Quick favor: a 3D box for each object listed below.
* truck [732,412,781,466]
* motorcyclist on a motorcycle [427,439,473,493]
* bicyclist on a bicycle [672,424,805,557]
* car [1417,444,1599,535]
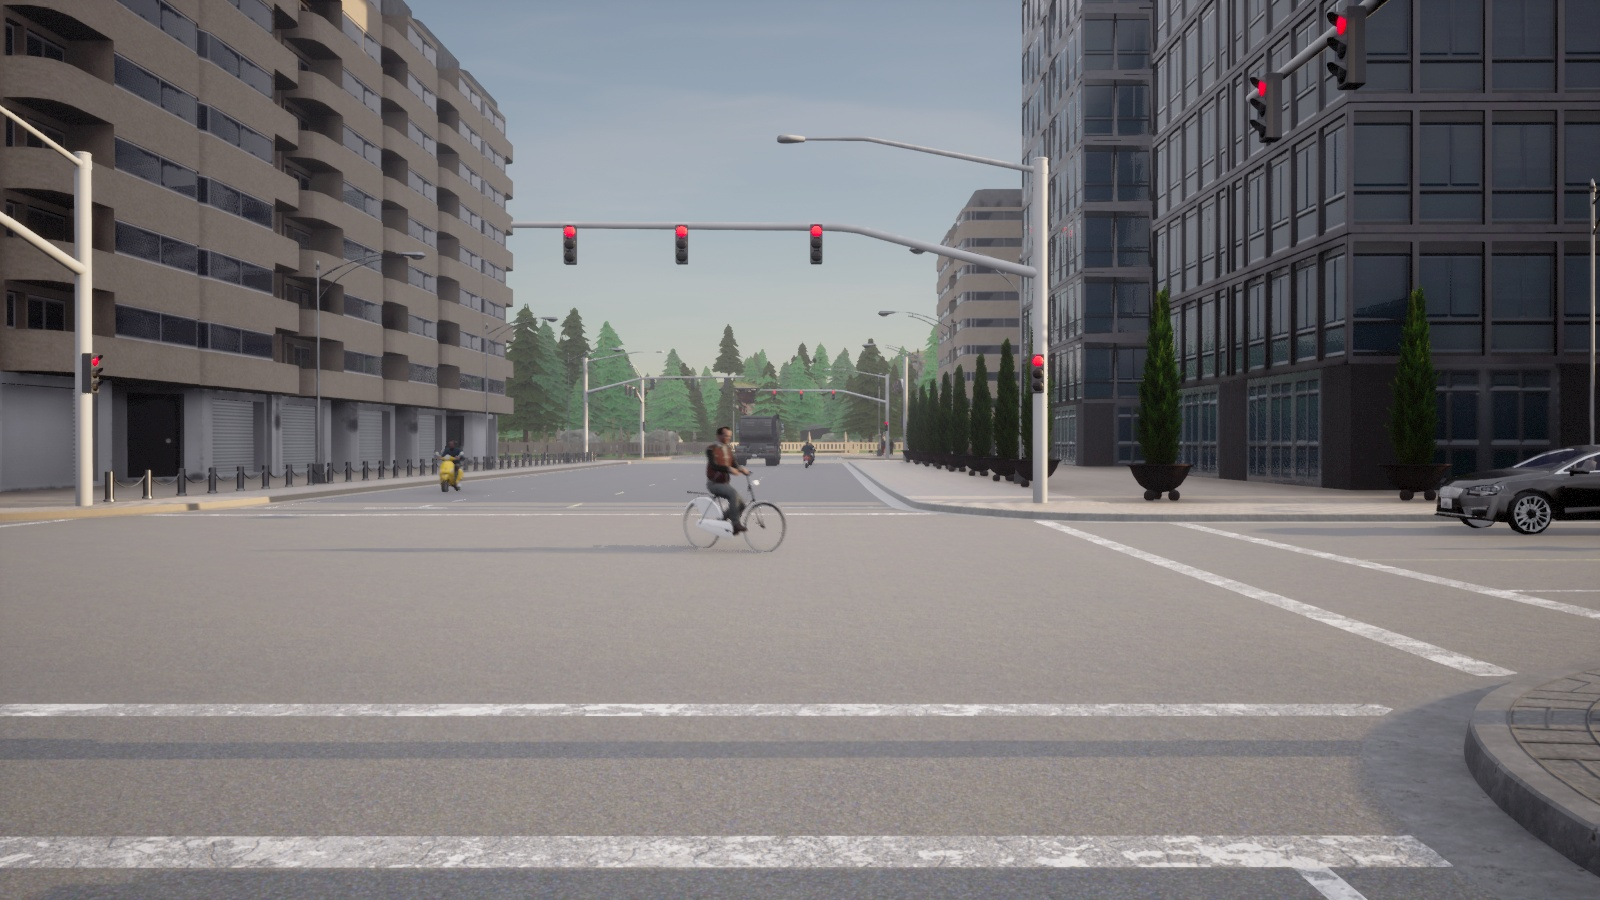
[{"bbox_3d":[-2.822,-0.710,83.605,2.891,3.462,7.936,0,0,1],"label":"truck"},{"bbox_3d":[-10.605,0.476,38.132,0.866,1.590,1.817,0,0,0],"label":"motorcyclist on a motorcycle"},{"bbox_3d":[-0.873,0.544,17.576,1.843,1.776,0.659,0,-1,36],"label":"bicyclist on a bicycle"},{"bbox_3d":[13.678,0.646,21.788,4.902,1.511,2.128,0,0,1],"label":"car"}]
